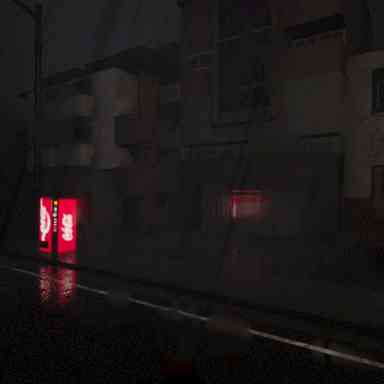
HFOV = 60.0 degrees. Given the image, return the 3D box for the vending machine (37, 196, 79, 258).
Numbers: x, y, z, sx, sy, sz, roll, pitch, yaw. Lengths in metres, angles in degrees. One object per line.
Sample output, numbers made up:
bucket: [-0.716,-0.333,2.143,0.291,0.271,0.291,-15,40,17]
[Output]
vending machine: [-4.838,1.193,12.043,0.880,2.100,1.100,1,0,35]
